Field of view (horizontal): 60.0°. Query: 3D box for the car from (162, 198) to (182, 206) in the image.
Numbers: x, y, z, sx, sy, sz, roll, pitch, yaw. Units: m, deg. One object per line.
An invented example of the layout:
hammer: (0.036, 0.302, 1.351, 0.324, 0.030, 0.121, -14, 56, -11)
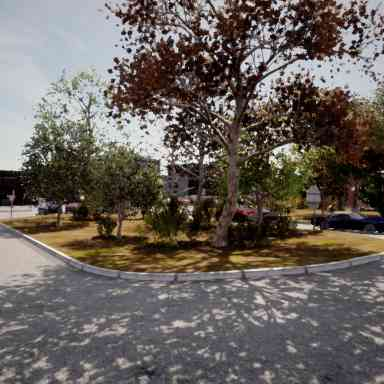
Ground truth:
car: (-4.803, 1.983, 65.449, 1.946, 1.575, 5.366, 1, 0, -36)

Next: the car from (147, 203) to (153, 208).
car: (-8.377, 1.982, 53.696, 4.892, 1.490, 1.837, 0, 0, -36)

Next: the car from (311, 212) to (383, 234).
car: (10.400, 1.963, 21.755, 1.895, 1.301, 4.718, 3, -3, -40)

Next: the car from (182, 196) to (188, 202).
car: (-2.307, 1.884, 66.977, 2.185, 1.767, 4.553, 1, 0, -36)

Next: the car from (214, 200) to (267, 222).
car: (4.135, 1.902, 30.177, 2.097, 1.767, 4.553, 3, -3, -35)

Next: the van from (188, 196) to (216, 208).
van: (1.870, 1.756, 55.053, 1.878, 1.987, 4.442, 1, 0, -36)

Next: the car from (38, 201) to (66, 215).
car: (-17.518, 1.931, 40.962, 2.185, 1.767, 4.553, -1, 0, -35)

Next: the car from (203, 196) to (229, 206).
car: (5.184, 1.889, 72.370, 2.435, 2.045, 5.566, 1, -1, -36)

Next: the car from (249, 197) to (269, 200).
car: (10.996, 1.861, 61.501, 2.435, 2.045, 5.566, 1, -1, -36)

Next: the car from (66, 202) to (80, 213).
car: (-14.968, 2.069, 42.849, 2.002, 1.452, 4.674, -1, 0, -36)

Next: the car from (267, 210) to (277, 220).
car: (5.985, 2.237, 33.043, 2.033, 1.411, 5.357, 3, -2, -35)

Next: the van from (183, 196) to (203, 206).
van: (0.210, 1.820, 68.680, 1.878, 1.987, 4.442, 1, -1, -36)

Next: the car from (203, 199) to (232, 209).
car: (4.314, 2.001, 56.437, 1.946, 1.575, 5.366, 1, 0, -36)
